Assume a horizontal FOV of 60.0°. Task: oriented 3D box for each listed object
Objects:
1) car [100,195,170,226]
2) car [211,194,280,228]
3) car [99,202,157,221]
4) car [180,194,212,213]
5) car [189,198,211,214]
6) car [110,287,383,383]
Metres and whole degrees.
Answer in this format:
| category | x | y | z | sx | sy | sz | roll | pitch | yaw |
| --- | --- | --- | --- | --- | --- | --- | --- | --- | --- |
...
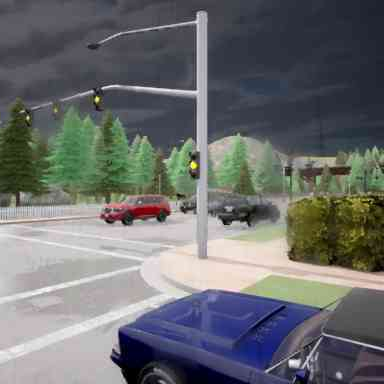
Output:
| category | x | y | z | sx | sy | sz | roll | pitch | yaw |
| --- | --- | --- | --- | --- | --- | --- | --- | --- | --- |
| car | -3.951 | 1.221 | 24.227 | 2.150 | 2.045 | 5.566 | 0 | 0 | 38 |
| car | 3.966 | 1.221 | 22.629 | 2.150 | 2.045 | 5.566 | 0 | 0 | 38 |
| car | -5.299 | 1.601 | 28.161 | 1.895 | 1.301 | 4.718 | 0 | 0 | 38 |
| car | 1.036 | 1.221 | 36.144 | 2.150 | 2.045 | 5.566 | 0 | 0 | 39 |
| car | 2.416 | 1.547 | 32.257 | 2.033 | 1.411 | 5.357 | 0 | 0 | 38 |
| car | 1.467 | 1.601 | 2.919 | 4.718 | 1.301 | 1.895 | 0 | 0 | 36 |
